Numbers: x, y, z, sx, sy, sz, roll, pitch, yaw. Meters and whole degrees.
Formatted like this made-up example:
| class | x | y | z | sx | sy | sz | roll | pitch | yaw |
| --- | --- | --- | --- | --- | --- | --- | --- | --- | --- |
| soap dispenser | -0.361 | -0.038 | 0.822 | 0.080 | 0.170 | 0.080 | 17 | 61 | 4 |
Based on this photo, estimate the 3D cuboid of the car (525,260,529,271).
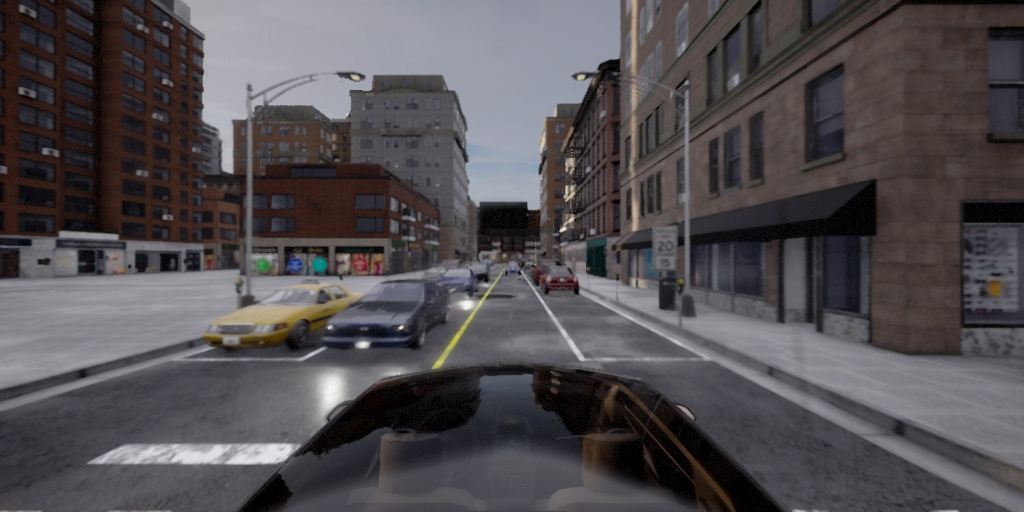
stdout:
| class | x | y | z | sx | sy | sz | roll | pitch | yaw |
| --- | --- | --- | --- | --- | --- | --- | --- | --- | --- |
| car | 2.647 | 1.450 | 37.932 | 1.751 | 1.417 | 4.829 | 0 | 0 | 0 |

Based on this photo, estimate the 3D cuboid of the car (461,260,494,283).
| class | x | y | z | sx | sy | sz | roll | pitch | yaw |
| --- | --- | --- | --- | --- | --- | --- | --- | --- | --- |
| car | -2.826 | 1.368 | 30.082 | 1.882 | 1.535 | 5.008 | 0 | 0 | 0 |

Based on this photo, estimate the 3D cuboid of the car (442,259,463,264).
| class | x | y | z | sx | sy | sz | roll | pitch | yaw |
| --- | --- | --- | --- | --- | --- | --- | --- | --- | --- |
| car | -5.380 | 1.216 | 32.103 | 2.192 | 1.841 | 5.009 | 0 | 0 | 0 |

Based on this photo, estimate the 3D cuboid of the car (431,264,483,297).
| class | x | y | z | sx | sy | sz | roll | pitch | yaw |
| --- | --- | --- | --- | --- | --- | --- | --- | --- | --- |
| car | -2.847 | 1.365 | 19.592 | 1.812 | 1.442 | 4.674 | 0 | 0 | 0 |

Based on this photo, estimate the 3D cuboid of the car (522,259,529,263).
| class | x | y | z | sx | sy | sz | roll | pitch | yaw |
| --- | --- | --- | --- | --- | --- | --- | --- | --- | --- |
| car | 2.652 | 1.558 | 54.748 | 2.007 | 1.370 | 4.403 | 0 | 0 | 0 |

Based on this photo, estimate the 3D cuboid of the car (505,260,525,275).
| class | x | y | z | sx | sy | sz | roll | pitch | yaw |
| --- | --- | --- | --- | --- | --- | --- | --- | --- | --- |
| car | 0.115 | 1.498 | 42.755 | 2.033 | 1.411 | 5.357 | 0 | 0 | 0 |

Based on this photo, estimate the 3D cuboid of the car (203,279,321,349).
| class | x | y | z | sx | sy | sz | roll | pitch | yaw |
| --- | --- | --- | --- | --- | --- | --- | --- | --- | --- |
| car | -5.386 | 1.317 | 9.286 | 1.751 | 1.417 | 4.829 | 0 | 0 | 0 |

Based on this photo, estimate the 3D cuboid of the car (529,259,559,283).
| class | x | y | z | sx | sy | sz | roll | pitch | yaw |
| --- | --- | --- | --- | --- | --- | --- | --- | --- | --- |
| car | 2.644 | 1.184 | 26.439 | 2.192 | 1.841 | 5.009 | 0 | 0 | 0 |

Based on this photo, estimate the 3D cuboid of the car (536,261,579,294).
| class | x | y | z | sx | sy | sz | roll | pitch | yaw |
| --- | --- | --- | --- | --- | --- | --- | --- | --- | --- |
| car | 2.642 | 1.282 | 20.777 | 1.967 | 1.591 | 4.097 | 0 | 0 | 0 |

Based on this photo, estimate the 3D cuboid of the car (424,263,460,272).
| class | x | y | z | sx | sy | sz | roll | pitch | yaw |
| --- | --- | --- | --- | --- | --- | --- | --- | --- | --- |
| car | -5.381 | 1.424 | 26.441 | 2.007 | 1.370 | 4.403 | 0 | 0 | 0 |

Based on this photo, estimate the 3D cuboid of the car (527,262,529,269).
| class | x | y | z | sx | sy | sz | roll | pitch | yaw |
| --- | --- | --- | --- | --- | --- | --- | --- | --- | --- |
| car | 2.645 | 1.463 | 32.101 | 1.948 | 1.339 | 4.313 | 0 | 0 | 0 |

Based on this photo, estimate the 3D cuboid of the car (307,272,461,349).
| class | x | y | z | sx | sy | sz | roll | pitch | yaw |
| --- | --- | --- | --- | --- | --- | --- | --- | --- | --- |
| car | -2.847 | 1.338 | 9.542 | 2.033 | 1.411 | 5.357 | 0 | 0 | 0 |
